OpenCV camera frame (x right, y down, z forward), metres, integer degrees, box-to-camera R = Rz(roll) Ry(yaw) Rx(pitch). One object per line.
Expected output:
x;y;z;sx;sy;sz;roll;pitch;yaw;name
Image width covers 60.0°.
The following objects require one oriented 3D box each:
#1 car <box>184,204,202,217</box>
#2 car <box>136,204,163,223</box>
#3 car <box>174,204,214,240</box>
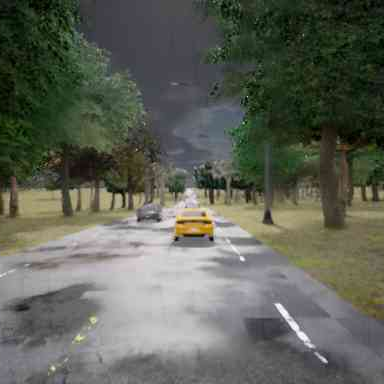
0.085;2.013;37.190;1.895;1.301;4.718;0;-1;0;car
-3.511;1.765;28.305;1.837;1.490;4.892;0;-1;0;car
0.094;1.605;17.704;1.882;1.535;5.008;0;-1;0;car
